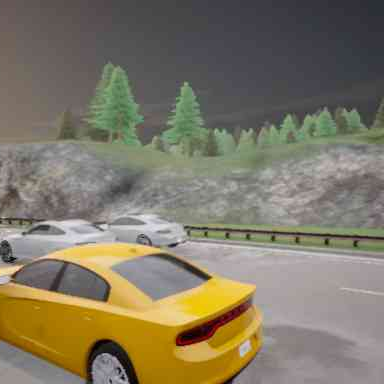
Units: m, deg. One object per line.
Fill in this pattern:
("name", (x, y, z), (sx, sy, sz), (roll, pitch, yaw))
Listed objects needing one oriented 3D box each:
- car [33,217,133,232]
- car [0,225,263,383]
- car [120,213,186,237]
("car", (-4.414, 1.631, 11.031), (4.674, 1.442, 1.812), (-1, 0, 32))
("car", (-1.481, 1.519, 4.941), (5.008, 1.535, 1.882), (-1, 0, 35))
("car", (-2.425, 1.630, 13.909), (4.674, 1.442, 1.812), (-1, 0, 32))
